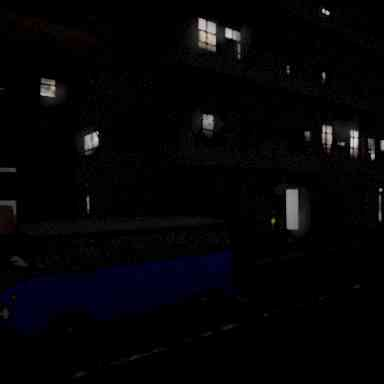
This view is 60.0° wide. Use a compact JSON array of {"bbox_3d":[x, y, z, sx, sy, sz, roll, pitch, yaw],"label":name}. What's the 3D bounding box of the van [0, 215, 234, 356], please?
[{"bbox_3d":[-1.131,1.337,5.756,3.998,1.788,1.690,0,0,-35],"label":"van"}]
